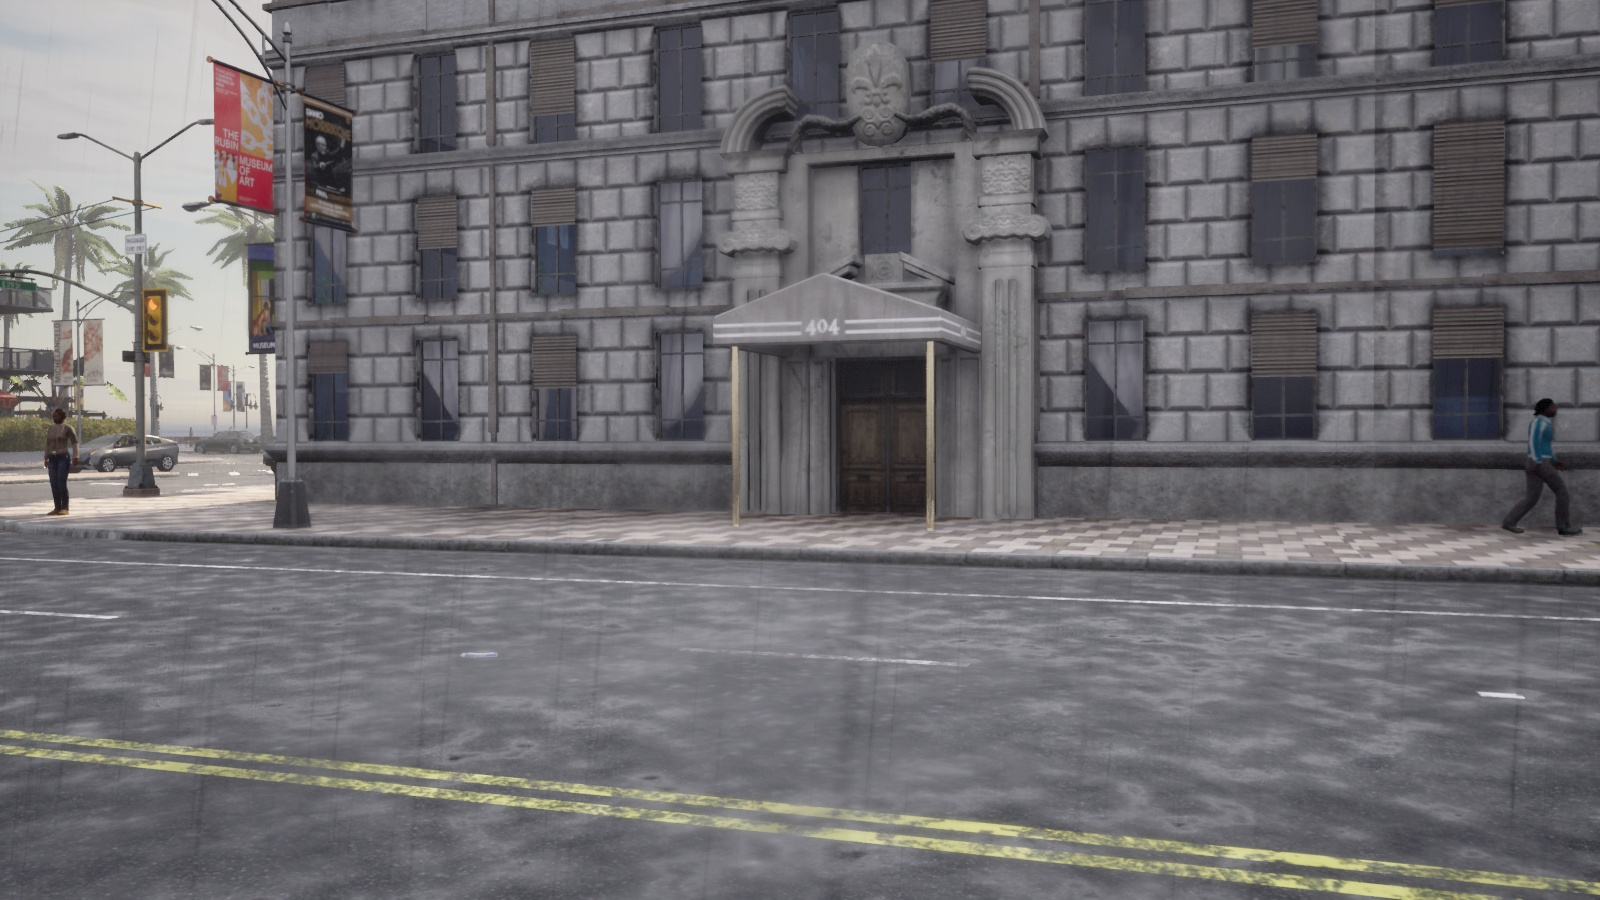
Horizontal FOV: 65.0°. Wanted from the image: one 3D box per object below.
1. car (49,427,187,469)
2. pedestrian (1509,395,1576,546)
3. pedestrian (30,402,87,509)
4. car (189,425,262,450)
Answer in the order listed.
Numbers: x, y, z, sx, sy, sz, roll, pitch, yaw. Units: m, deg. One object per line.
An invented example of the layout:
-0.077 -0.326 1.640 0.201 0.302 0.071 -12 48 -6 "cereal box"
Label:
-26.233 -0.102 48.491 2.007 1.525 4.514 1 1 19 "car"
9.684 0.257 16.391 0.692 1.930 0.396 1 1 23 "pedestrian"
-12.728 0.090 21.561 0.328 1.805 0.869 0 1 12 "pedestrian"
-40.961 -0.903 89.562 4.553 1.767 2.097 1 1 19 "car"
